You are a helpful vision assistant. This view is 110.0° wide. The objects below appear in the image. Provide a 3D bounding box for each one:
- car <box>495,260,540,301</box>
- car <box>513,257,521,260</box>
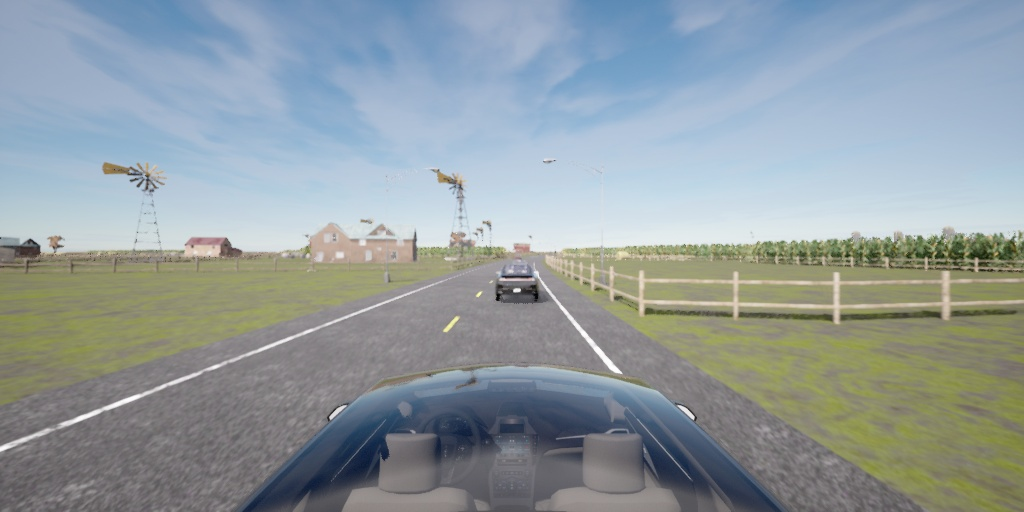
[{"bbox_3d":[0.242,1.114,16.423,2.128,1.511,4.902,0,1,1],"label":"car"},{"bbox_3d":[0.747,1.047,35.332,1.895,1.301,4.718,0,1,2],"label":"car"}]
